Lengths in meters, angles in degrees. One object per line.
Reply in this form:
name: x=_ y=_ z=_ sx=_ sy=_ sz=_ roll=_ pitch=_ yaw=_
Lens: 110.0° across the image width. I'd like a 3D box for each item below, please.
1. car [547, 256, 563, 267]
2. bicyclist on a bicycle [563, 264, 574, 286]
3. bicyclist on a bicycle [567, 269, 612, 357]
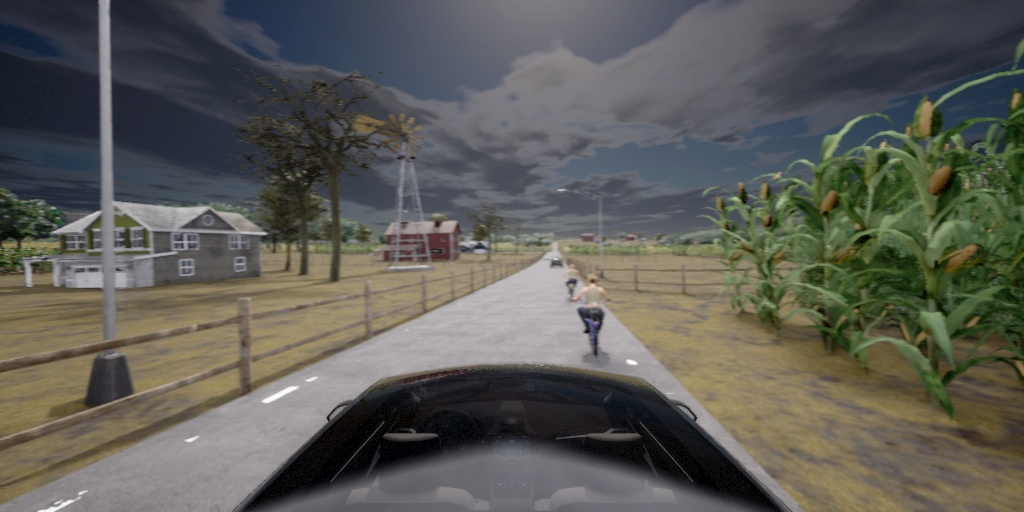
car: x=7.457 y=0.967 z=59.914 sx=2.097 sy=1.767 sz=4.553 roll=-1 pitch=0 yaw=7
bicyclist on a bicycle: x=2.775 y=1.166 z=16.549 sx=0.866 sy=1.612 sz=1.509 roll=-1 pitch=0 yaw=7
bicyclist on a bicycle: x=1.672 y=1.168 z=7.470 sx=0.866 sy=1.612 sz=1.509 roll=-1 pitch=0 yaw=7
